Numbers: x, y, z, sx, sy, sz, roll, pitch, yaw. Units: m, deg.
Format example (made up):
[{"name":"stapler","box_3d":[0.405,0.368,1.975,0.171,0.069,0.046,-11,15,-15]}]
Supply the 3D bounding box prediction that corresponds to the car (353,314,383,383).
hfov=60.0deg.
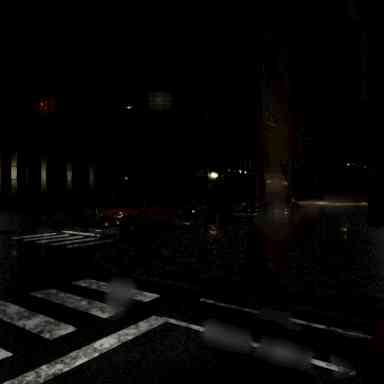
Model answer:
[{"name":"car","box_3d":[3.598,1.221,1.125,5.566,2.045,2.150,0,0,36]}]

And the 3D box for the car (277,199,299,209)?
[{"name":"car","box_3d":[13.158,1.624,45.614,1.994,1.385,4.181,0,0,36]}]

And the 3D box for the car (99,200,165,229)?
[{"name":"car","box_3d":[-3.870,1.376,21.929,2.097,1.767,4.553,0,0,35]}]

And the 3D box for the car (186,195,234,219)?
[{"name":"car","box_3d":[1.731,1.256,29.757,2.150,2.045,5.566,0,0,36]}]

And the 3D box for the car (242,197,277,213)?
[{"name":"car","box_3d":[7.429,1.399,37.676,2.097,1.767,4.553,0,0,35]}]
